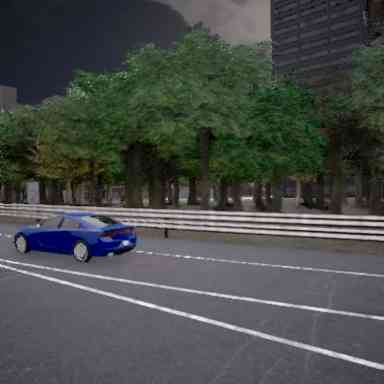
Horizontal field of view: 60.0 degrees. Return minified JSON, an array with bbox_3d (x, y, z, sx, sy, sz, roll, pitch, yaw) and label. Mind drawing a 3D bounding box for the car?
[{"bbox_3d":[-4.283,1.491,11.967,5.008,1.535,1.882,0,0,30],"label":"car"}]
